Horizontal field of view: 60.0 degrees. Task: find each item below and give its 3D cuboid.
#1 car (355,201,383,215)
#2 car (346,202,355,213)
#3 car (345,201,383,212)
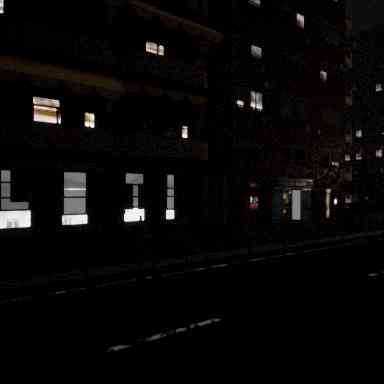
[{"bbox_3d":[19.714,1.727,37.244,2.128,1.511,4.902,0,-1,-35],"label":"car"},{"bbox_3d":[15.489,1.596,38.338,2.192,1.841,5.009,-1,0,-36],"label":"car"},{"bbox_3d":[22.478,1.857,43.436,1.802,1.307,4.206,-1,0,-36],"label":"car"}]
